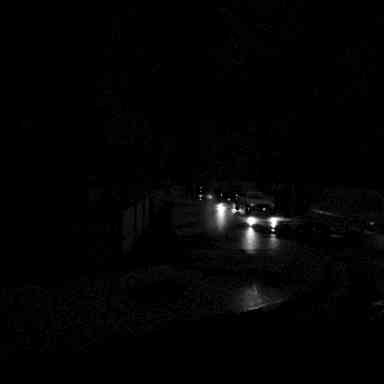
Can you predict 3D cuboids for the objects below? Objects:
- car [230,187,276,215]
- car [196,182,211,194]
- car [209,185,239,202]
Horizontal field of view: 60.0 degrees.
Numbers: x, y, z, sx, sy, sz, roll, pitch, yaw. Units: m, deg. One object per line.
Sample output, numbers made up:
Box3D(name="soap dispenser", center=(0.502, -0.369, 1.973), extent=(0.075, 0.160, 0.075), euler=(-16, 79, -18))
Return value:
Box3D(name="car", center=(4.237, 0.678, 22.943), extent=(1.812, 1.442, 4.674), euler=(1, 3, -6))
Box3D(name="car", center=(1.786, -0.649, 46.864), extent=(2.097, 1.767, 4.553), euler=(1, 3, -6))
Box3D(name="car", center=(3.210, 0.271, 32.901), extent=(1.895, 1.301, 4.718), euler=(1, 3, -6))
